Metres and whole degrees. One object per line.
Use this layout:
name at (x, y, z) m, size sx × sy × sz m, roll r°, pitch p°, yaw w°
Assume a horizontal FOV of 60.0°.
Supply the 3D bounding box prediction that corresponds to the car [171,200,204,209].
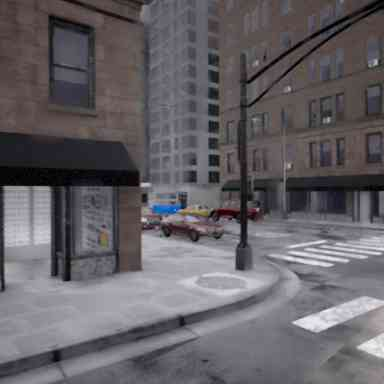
car at (0.276, 1.802, 31.765) m, size 1.752 × 1.417 × 4.829 m, roll -1°, pitch 0°, yaw -36°

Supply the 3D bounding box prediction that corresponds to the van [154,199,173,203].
van at (-2.842, 1.687, 36.095) m, size 1.690 × 1.788 × 3.998 m, roll -1°, pitch 0°, yaw -36°

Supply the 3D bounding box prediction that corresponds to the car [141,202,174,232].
car at (-3.333, 1.704, 22.180) m, size 1.967 × 1.590 × 4.097 m, roll -1°, pitch 0°, yaw -36°

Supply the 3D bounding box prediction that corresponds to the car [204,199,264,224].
car at (3.584, 1.520, 27.158) m, size 2.192 × 1.841 × 5.009 m, roll -1°, pitch 0°, yaw -36°

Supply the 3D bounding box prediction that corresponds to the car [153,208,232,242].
car at (-0.117, 1.777, 17.711) m, size 1.802 × 1.307 × 4.206 m, roll -1°, pitch 0°, yaw -36°
